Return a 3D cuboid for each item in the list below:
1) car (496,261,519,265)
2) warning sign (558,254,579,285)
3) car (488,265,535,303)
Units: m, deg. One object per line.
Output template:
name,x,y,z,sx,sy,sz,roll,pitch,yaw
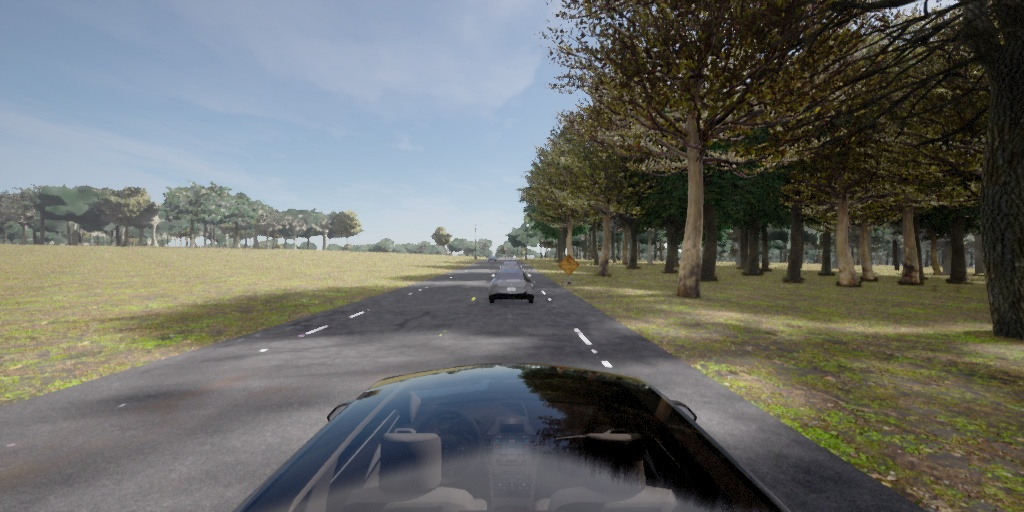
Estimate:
car,-0.113,1.209,31.511,2.033,1.411,5.357,0,1,0
warning sign,3.498,0.828,22.003,1.300,1.860,1.060,0,0,0
car,-0.028,1.307,16.507,1.994,1.385,4.181,0,0,0
